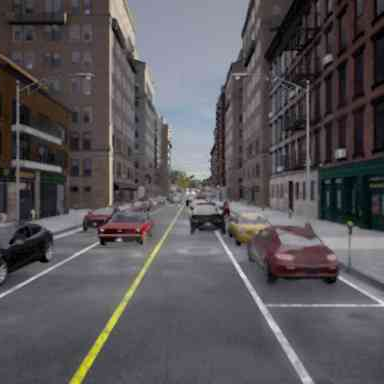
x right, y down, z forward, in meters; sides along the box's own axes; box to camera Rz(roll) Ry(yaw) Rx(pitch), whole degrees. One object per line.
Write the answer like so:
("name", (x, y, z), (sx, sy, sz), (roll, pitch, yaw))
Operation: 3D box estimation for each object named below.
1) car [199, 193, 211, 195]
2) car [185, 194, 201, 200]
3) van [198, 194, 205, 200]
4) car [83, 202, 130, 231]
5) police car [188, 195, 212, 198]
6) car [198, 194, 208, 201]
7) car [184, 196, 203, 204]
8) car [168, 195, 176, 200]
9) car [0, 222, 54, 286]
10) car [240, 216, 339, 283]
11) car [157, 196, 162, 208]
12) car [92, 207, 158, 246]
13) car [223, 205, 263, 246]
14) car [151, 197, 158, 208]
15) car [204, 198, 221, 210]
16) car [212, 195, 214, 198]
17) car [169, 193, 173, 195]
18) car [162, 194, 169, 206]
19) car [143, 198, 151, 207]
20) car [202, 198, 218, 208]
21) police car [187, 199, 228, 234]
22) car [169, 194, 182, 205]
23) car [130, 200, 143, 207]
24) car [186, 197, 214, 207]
("car", (2.615, 1.317, 54.809), (2.192, 1.841, 5.009), (0, 0, 0))
("car", (-0.022, 1.480, 52.282), (1.882, 1.535, 5.008), (0, 0, 0))
("van", (2.653, 1.339, 92.873), (1.690, 1.788, 3.998), (0, 0, 0))
("car", (-5.396, 1.547, 20.712), (1.887, 1.381, 4.507), (0, 0, 0))
("police car", (0.695, 1.428, 35.301), (1.930, 1.638, 5.238), (0, 0, -2))
("car", (2.666, 1.314, 81.865), (2.192, 1.841, 5.009), (0, 0, 0))
("car", (0.316, 1.525, 62.671), (1.812, 1.442, 4.674), (0, 0, 23))
("car", (-5.455, 1.563, 92.868), (1.947, 1.339, 4.313), (0, 0, 0))
("car", (-5.391, 1.567, 9.347), (1.947, 1.339, 4.313), (0, 0, 0))
("car", (2.634, 1.583, 9.351), (1.802, 1.307, 4.206), (0, 0, 0))
("car", (-5.406, 1.442, 43.441), (1.967, 1.590, 4.097), (0, 0, 0))
("car", (-2.857, 1.602, 15.349), (1.895, 1.301, 4.718), (0, 0, 0))
("car", (2.631, 1.527, 15.203), (1.752, 1.417, 4.829), (0, 0, 0))
("car", (-5.403, 1.568, 37.759), (1.947, 1.339, 4.313), (0, 0, 0))
("car", (2.620, 1.547, 43.445), (1.887, 1.381, 4.507), (0, 0, 0))
("car", (2.622, 1.443, 37.763), (1.967, 1.590, 4.097), (0, 0, 0))
("car", (-5.455, 1.313, 87.365), (2.192, 1.841, 5.009), (0, 0, 0))
("car", (-5.410, 1.441, 54.805), (1.967, 1.590, 4.097), (0, 0, 0))
("car", (-5.401, 1.547, 32.076), (1.887, 1.381, 4.507), (0, 0, 0))
("car", (2.617, 1.553, 49.127), (2.008, 1.369, 4.403), (0, 0, 0))
("police car", (0.817, 1.428, 19.329), (1.930, 1.638, 5.238), (0, 0, 0))
("car", (-2.774, 1.564, 58.281), (1.812, 1.442, 4.674), (0, 0, 0))
("car", (-5.398, 1.553, 26.394), (2.008, 1.369, 4.403), (0, 0, 0))
("car", (0.707, 1.485, 29.247), (1.882, 1.535, 5.008), (0, 0, 2))
